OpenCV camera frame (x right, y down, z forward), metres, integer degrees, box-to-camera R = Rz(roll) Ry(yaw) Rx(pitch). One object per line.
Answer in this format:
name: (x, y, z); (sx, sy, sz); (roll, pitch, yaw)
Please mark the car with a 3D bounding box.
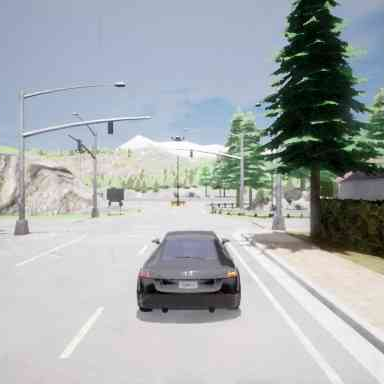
car: (-0.033, 1.574, 7.816); (1.994, 1.385, 4.181); (0, 0, 1)
